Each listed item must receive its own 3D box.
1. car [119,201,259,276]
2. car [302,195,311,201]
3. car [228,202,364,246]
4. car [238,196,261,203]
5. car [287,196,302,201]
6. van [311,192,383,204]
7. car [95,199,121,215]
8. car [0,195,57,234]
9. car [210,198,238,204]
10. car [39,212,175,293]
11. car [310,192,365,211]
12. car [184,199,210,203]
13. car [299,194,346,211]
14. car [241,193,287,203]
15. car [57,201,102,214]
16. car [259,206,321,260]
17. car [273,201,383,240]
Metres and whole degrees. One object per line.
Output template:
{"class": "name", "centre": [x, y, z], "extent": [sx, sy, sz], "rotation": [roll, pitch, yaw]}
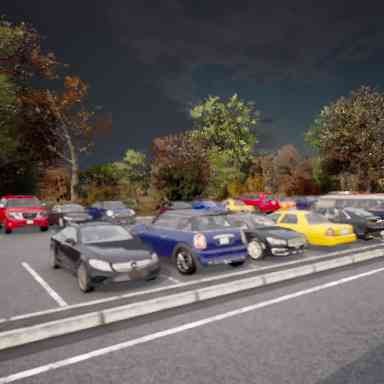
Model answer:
{"class": "car", "centre": [-0.337, 1.354, 10.849], "extent": [2.185, 1.767, 4.553], "rotation": [0, 0, -35]}
{"class": "car", "centre": [12.402, 1.173, 35.982], "extent": [2.185, 1.767, 4.553], "rotation": [-1, 0, -35]}
{"class": "car", "centre": [4.082, 1.438, 14.245], "extent": [1.946, 1.575, 5.366], "rotation": [0, 0, -35]}
{"class": "car", "centre": [3.225, 1.377, 29.668], "extent": [1.946, 1.575, 5.366], "rotation": [-1, 0, -35]}
{"class": "car", "centre": [7.996, 1.213, 32.783], "extent": [2.185, 1.767, 4.553], "rotation": [-1, 0, -35]}
{"class": "van", "centre": [8.797, 1.175, 17.216], "extent": [1.878, 1.987, 4.442], "rotation": [-1, 0, -35]}
{"class": "car", "centre": [-5.674, 1.334, 23.175], "extent": [2.185, 1.767, 4.553], "rotation": [0, 0, -35]}
{"class": "car", "centre": [-10.185, 1.246, 19.906], "extent": [2.435, 2.045, 5.566], "rotation": [0, 0, -35]}
{"class": "car", "centre": [1.159, 1.400, 27.984], "extent": [2.097, 1.535, 5.008], "rotation": [0, 0, -35]}
{"class": "car", "centre": [-2.626, 1.538, 9.269], "extent": [2.002, 1.452, 4.674], "rotation": [0, 0, -35]}
{"class": "car", "centre": [17.050, 1.005, 39.271], "extent": [2.435, 2.045, 5.566], "rotation": [-1, 0, -35]}
{"class": "car", "centre": [-1.094, 1.450, 26.344], "extent": [2.163, 1.488, 4.792], "rotation": [0, 0, -35]}
{"class": "car", "centre": [14.675, 1.152, 37.591], "extent": [2.185, 1.767, 4.553], "rotation": [-1, 0, -35]}
{"class": "car", "centre": [5.587, 1.109, 31.149], "extent": [2.435, 2.045, 5.566], "rotation": [-1, 0, -35]}
{"class": "car", "centre": [-7.932, 1.480, 21.544], "extent": [2.231, 1.521, 4.892], "rotation": [0, 0, -35]}
{"class": "car", "centre": [1.914, 1.462, 12.490], "extent": [2.231, 1.521, 4.892], "rotation": [0, 0, -35]}
{"class": "car", "centre": [6.463, 1.422, 15.697], "extent": [2.231, 1.521, 4.892], "rotation": [0, 0, -35]}
